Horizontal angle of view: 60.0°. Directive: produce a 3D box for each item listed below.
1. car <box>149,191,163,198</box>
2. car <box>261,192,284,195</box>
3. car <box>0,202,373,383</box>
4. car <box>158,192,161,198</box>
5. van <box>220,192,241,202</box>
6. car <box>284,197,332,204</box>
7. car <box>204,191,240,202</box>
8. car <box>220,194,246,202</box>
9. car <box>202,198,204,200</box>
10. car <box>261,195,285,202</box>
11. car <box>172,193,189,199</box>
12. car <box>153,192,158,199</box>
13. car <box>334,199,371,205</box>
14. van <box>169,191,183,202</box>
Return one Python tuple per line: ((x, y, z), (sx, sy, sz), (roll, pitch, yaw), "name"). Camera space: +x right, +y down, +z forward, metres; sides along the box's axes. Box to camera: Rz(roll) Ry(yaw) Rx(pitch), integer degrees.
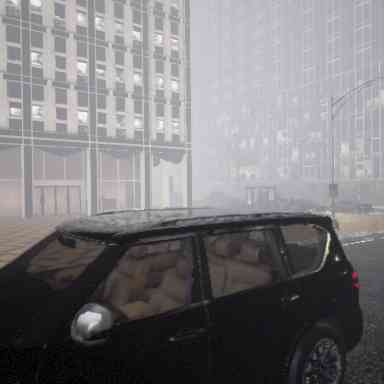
((-9.066, 0.683, 83.568), (1.967, 1.590, 4.097), (0, 1, -34), "car")
((10.942, 0.969, 43.920), (2.150, 2.045, 5.566), (-1, 1, -34), "car")
((-0.547, 1.223, 3.293), (5.566, 2.045, 2.150), (0, 0, -35), "car")
((-5.865, 0.612, 78.871), (2.192, 1.841, 5.009), (0, 1, -34), "car")
((6.940, 0.852, 60.086), (1.690, 1.788, 3.998), (-1, 1, -34), "van")
((12.713, 1.422, 36.512), (1.947, 1.339, 4.313), (-1, 1, -34), "car")
((4.915, 0.871, 52.780), (2.150, 2.045, 5.566), (-1, 1, -34), "car")
((6.373, 1.317, 45.949), (1.947, 1.339, 4.313), (-1, 1, -34), "car")
((3.739, 1.040, 64.785), (1.802, 1.307, 4.206), (-1, 1, -34), "car")
((9.526, 1.386, 41.220), (1.802, 1.307, 4.206), (-1, 1, -34), "car")
((-2.663, 0.933, 74.178), (1.802, 1.307, 4.206), (0, 1, -34), "car")
((-9.588, 1.037, 69.459), (2.008, 1.369, 4.403), (0, 1, -34), "car")
((16.800, 1.406, 35.330), (1.994, 1.385, 4.181), (-1, 1, -34), "car")
((-3.185, 0.935, 60.064), (1.690, 1.788, 3.998), (0, 1, -34), "van")
